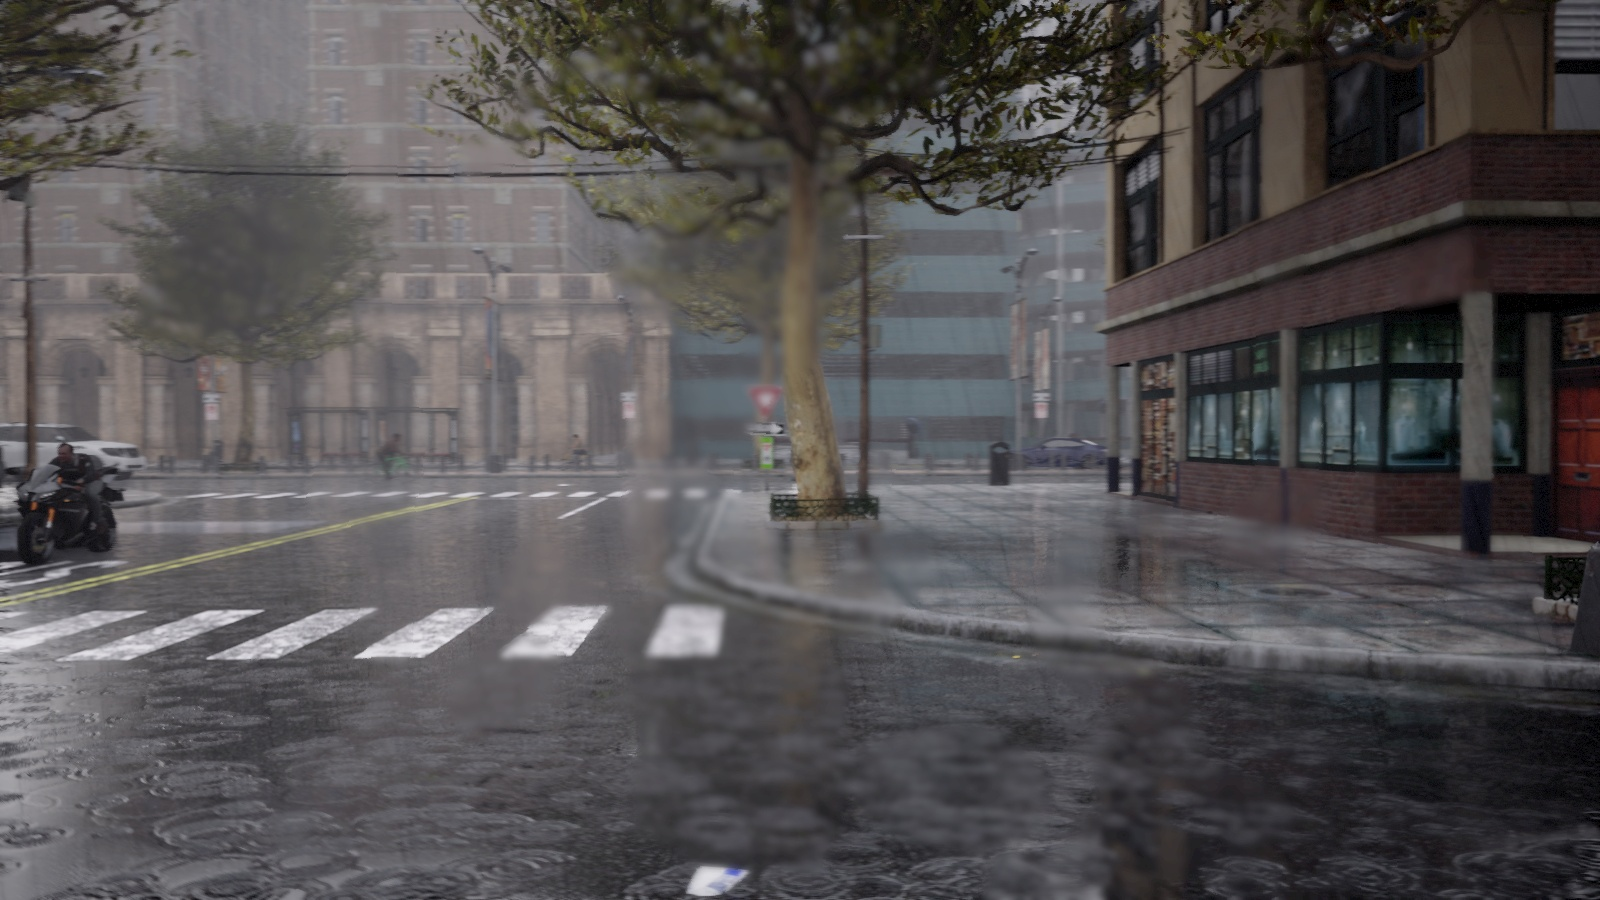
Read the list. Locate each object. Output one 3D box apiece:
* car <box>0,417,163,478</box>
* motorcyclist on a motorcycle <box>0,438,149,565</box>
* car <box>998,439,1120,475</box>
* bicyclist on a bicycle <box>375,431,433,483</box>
[{"bbox_3d":[-25.393,-0.113,43.481,5.566,2.045,2.150,0,1,-1],"label":"car"},{"bbox_3d":[-9.457,0.616,16.358,0.866,1.530,2.191,0,1,-2],"label":"motorcyclist on a motorcycle"},{"bbox_3d":[10.700,0.261,52.099,4.674,1.442,1.812,0,1,-1],"label":"car"},{"bbox_3d":[-12.675,0.223,40.202,1.656,1.620,0.582,1,1,-1],"label":"bicyclist on a bicycle"}]
